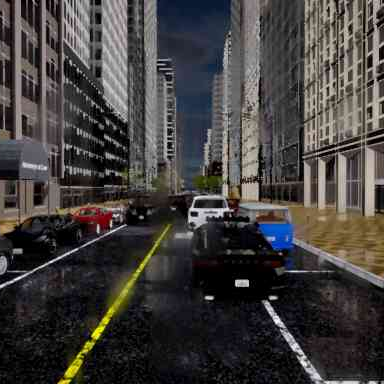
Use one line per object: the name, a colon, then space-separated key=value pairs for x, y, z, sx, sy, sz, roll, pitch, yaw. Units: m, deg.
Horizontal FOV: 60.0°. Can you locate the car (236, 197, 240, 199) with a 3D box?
car: x=2.658 y=1.309 z=24.425 sx=2.192 sy=1.841 sz=5.009 roll=-1 pitch=0 yaw=0

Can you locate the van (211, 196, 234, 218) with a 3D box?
van: x=2.654 y=1.334 z=30.109 sx=1.690 sy=1.788 sz=3.998 roll=-1 pitch=0 yaw=0

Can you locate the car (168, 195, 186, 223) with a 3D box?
car: x=-0.165 y=1.214 z=24.787 sx=2.150 sy=2.045 sz=5.566 roll=-1 pitch=0 yaw=24

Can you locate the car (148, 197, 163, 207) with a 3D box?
car: x=-5.744 y=1.538 z=52.836 sx=2.008 sy=1.369 sz=4.403 roll=-1 pitch=0 yaw=0

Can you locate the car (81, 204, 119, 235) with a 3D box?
car: x=-5.715 y=1.540 z=18.735 sx=1.887 sy=1.381 sz=4.507 roll=-1 pitch=0 yaw=0

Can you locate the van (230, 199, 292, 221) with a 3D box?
van: x=2.668 y=1.338 z=13.058 sx=1.690 sy=1.788 sz=3.998 roll=-1 pitch=0 yaw=0

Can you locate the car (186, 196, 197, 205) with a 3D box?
car: x=-0.052 y=1.511 z=59.413 sx=1.812 sy=1.442 sz=4.674 roll=0 pitch=0 yaw=0

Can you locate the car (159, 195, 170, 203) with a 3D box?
car: x=-5.759 y=1.422 z=69.887 sx=1.967 sy=1.590 sz=4.097 roll=-1 pitch=0 yaw=0

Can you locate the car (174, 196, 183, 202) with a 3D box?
car: x=-3.064 y=1.581 z=75.157 sx=1.895 sy=1.301 sz=4.718 roll=0 pitch=0 yaw=0

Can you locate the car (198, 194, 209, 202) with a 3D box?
car: x=2.615 y=1.295 z=75.578 sx=2.192 sy=1.841 sz=5.009 roll=-1 pitch=0 yaw=0

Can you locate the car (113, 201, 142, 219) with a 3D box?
car: x=-5.725 y=1.575 z=30.102 sx=1.802 sy=1.307 sz=4.206 roll=-1 pitch=0 yaw=0

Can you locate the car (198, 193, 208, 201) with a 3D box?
car: x=2.611 y=1.293 z=81.262 sx=2.192 sy=1.841 sz=5.009 roll=-1 pitch=0 yaw=0

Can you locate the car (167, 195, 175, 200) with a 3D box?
car: x=-5.777 y=1.539 z=92.622 sx=1.947 sy=1.339 sz=4.313 roll=-1 pitch=0 yaw=0

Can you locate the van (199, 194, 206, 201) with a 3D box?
van: x=2.606 y=1.317 z=86.946 sx=1.690 sy=1.788 sz=3.998 roll=-1 pitch=0 yaw=0

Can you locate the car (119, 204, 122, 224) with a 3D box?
car: x=-5.721 y=1.545 z=24.418 sx=2.008 sy=1.369 sz=4.403 roll=-1 pitch=0 yaw=0

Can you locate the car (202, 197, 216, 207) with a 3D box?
car: x=2.637 y=1.538 z=52.843 sx=2.008 sy=1.369 sz=4.403 roll=-1 pitch=0 yaw=0

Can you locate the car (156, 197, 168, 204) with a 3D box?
car: x=-5.753 y=1.565 z=64.204 sx=1.802 sy=1.307 sz=4.206 roll=-1 pitch=0 yaw=0

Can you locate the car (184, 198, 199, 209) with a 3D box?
car: x=-0.027 y=1.553 z=45.684 sx=1.994 sy=1.385 sz=4.181 roll=0 pitch=0 yaw=1

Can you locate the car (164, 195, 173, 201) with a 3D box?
car: x=-5.767 y=1.503 z=81.085 sx=1.752 sy=1.417 sz=4.829 roll=-1 pitch=0 yaw=0

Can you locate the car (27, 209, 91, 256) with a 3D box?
car: x=-5.710 y=1.563 z=13.051 sx=1.947 sy=1.339 sz=4.313 roll=-1 pitch=0 yaw=0

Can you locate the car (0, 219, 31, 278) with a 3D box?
car: x=-5.706 y=1.549 z=7.367 sx=2.008 sy=1.369 sz=4.403 roll=-1 pitch=0 yaw=0

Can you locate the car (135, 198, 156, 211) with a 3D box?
car: x=-5.735 y=1.541 z=41.469 sx=2.008 sy=1.369 sz=4.403 roll=-1 pitch=0 yaw=0

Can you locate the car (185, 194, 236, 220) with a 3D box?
car: x=0.883 y=1.220 z=18.434 sx=2.150 sy=2.045 sz=5.566 roll=0 pitch=0 yaw=0

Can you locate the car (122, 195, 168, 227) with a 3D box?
car: x=-3.121 y=1.216 z=23.330 sx=2.150 sy=2.045 sz=5.566 roll=0 pitch=0 yaw=0

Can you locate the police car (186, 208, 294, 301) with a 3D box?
police car: x=0.891 y=1.423 z=8.513 sx=1.930 sy=1.638 sz=5.238 roll=0 pitch=0 yaw=0
